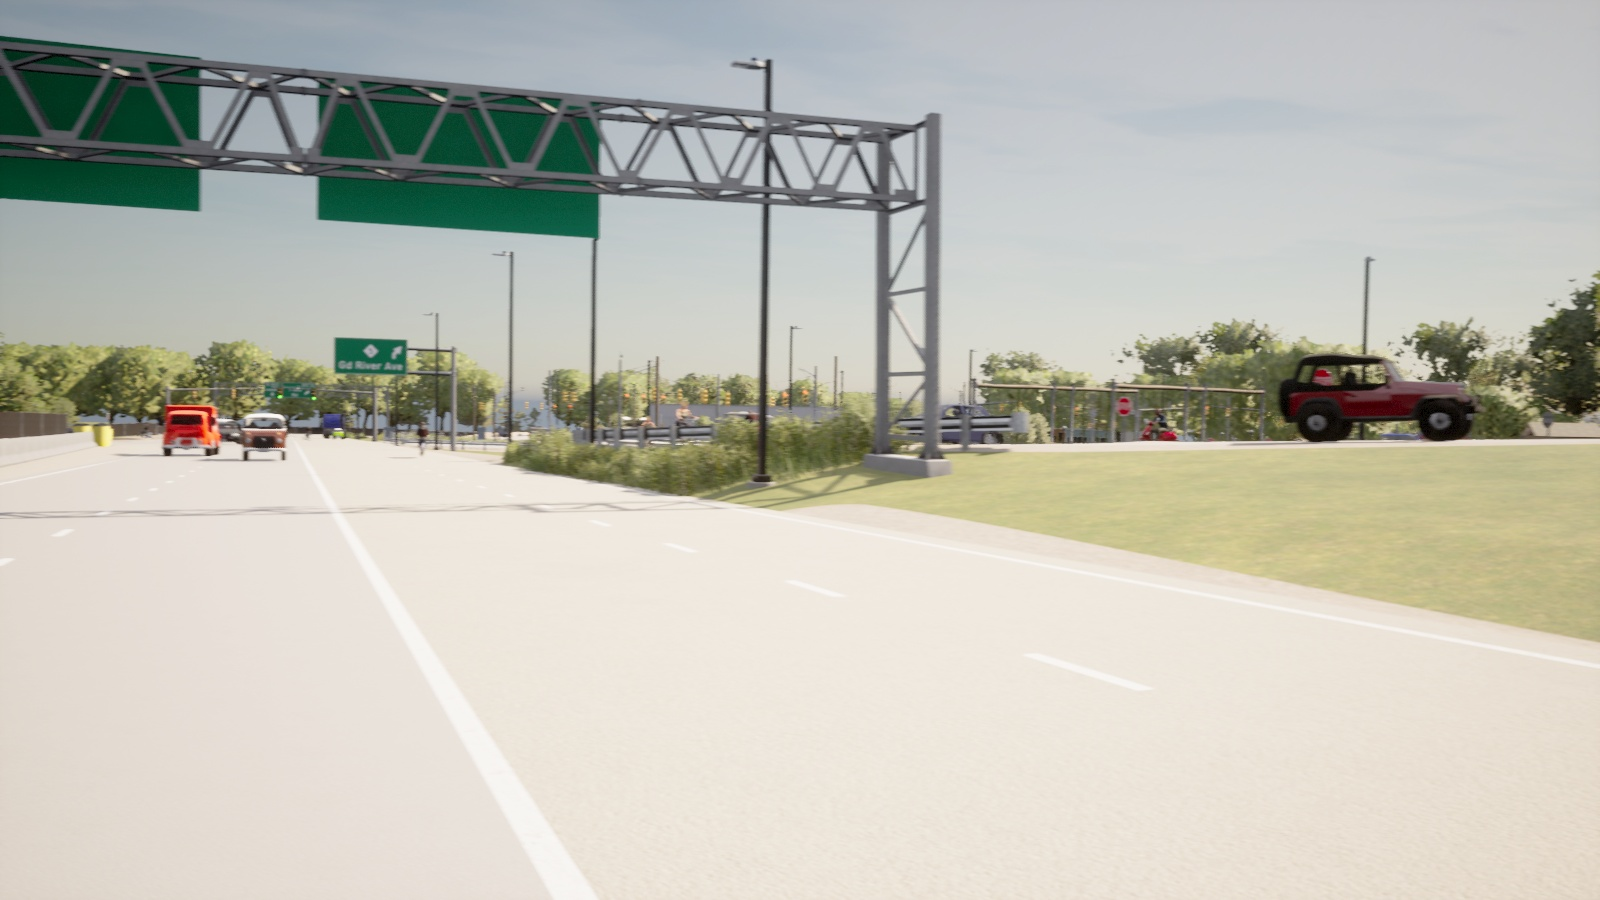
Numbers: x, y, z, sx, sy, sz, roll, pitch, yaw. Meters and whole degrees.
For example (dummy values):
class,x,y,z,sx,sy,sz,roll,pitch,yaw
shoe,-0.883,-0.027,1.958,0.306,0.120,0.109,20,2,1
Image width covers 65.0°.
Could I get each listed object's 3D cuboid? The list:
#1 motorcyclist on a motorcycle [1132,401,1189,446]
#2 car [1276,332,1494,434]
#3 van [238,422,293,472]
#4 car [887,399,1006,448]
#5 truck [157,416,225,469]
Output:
class,x,y,z,sx,sy,sz,roll,pitch,yaw
motorcyclist on a motorcycle,13.265,-0.976,46.217,1.817,1.590,0.866,-1,-1,-19
car,12.270,-1.338,26.382,3.866,1.878,1.905,-1,1,34
van,-23.098,-0.146,54.404,2.069,2.038,4.480,-1,1,-22
car,4.963,-0.876,42.484,3.633,1.501,1.845,0,-2,-34
truck,-29.875,-0.409,61.738,2.627,2.467,5.204,-1,1,-22
